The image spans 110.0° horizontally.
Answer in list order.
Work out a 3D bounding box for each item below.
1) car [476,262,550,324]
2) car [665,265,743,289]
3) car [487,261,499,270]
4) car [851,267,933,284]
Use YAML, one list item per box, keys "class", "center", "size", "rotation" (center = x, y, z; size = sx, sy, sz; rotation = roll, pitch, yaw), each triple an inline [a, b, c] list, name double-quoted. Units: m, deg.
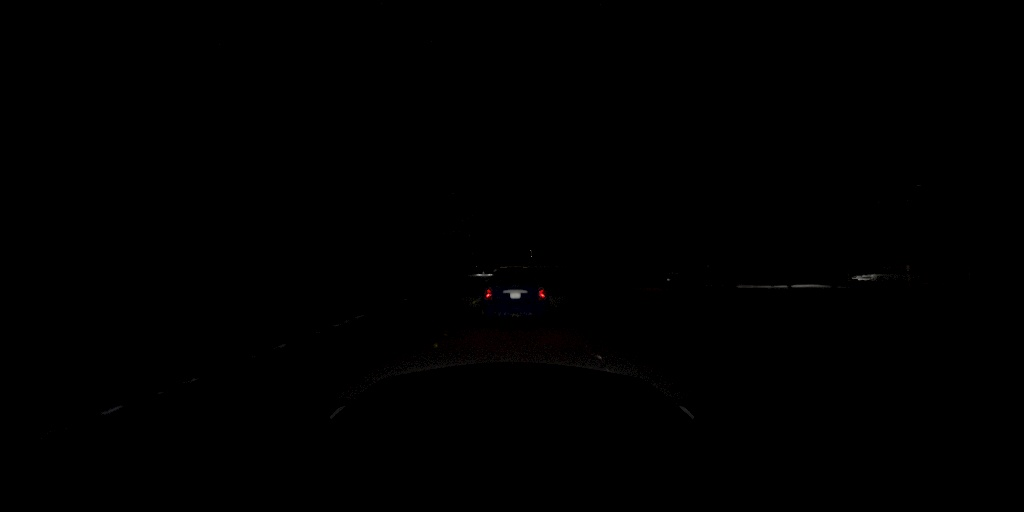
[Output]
- class: "car"
  center: [0.096, 1.204, 12.621]
  size: [2.097, 1.767, 4.553]
  rotation: [0, -1, 0]
- class: "car"
  center: [12.701, 1.341, 23.809]
  size: [4.902, 1.511, 2.128]
  rotation: [0, -2, -5]
- class: "car"
  center: [-3.362, 1.713, 64.166]
  size: [1.837, 1.490, 4.892]
  rotation: [0, 0, 1]
- class: "car"
  center: [28.193, 1.449, 26.856]
  size: [4.718, 1.301, 1.895]
  rotation: [0, -2, 0]
